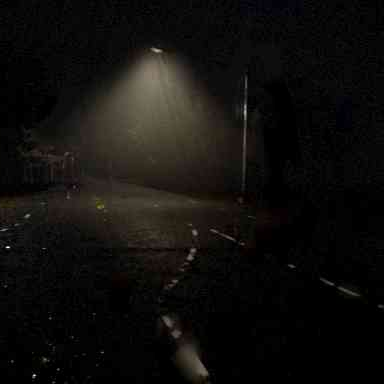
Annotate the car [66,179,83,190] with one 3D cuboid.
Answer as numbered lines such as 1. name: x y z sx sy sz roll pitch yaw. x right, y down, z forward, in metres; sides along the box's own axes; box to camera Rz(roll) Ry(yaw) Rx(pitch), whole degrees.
1. car: -14.752 -1.000 41.863 1.895 1.301 4.718 0 3 -19
